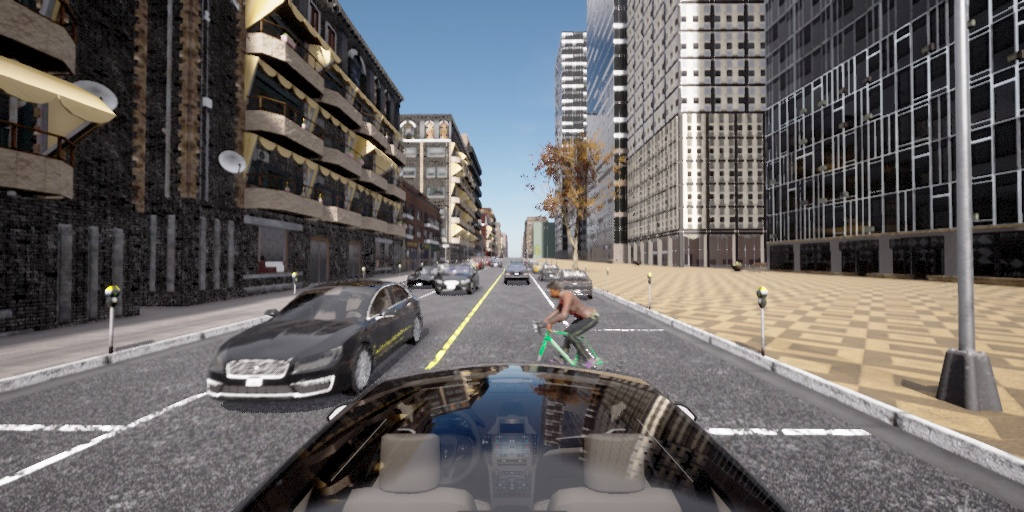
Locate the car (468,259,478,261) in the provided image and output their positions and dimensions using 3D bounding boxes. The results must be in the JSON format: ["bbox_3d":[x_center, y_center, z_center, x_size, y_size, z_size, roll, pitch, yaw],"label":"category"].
[{"bbox_3d":[-5.257,1.292,40.145,1.948,1.339,4.313,0,0,1],"label":"car"}]

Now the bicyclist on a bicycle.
[{"bbox_3d":[0.851,1.198,5.520,1.656,1.620,0.582,-2,0,1],"label":"bicyclist on a bicycle"}]

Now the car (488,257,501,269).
[{"bbox_3d":[-2.451,1.211,57.362,2.128,1.511,4.902,0,0,1],"label":"car"}]

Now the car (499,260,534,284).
[{"bbox_3d":[0.373,1.279,26.922,2.033,1.411,5.357,0,0,1],"label":"car"}]

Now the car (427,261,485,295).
[{"bbox_3d":[-2.894,1.229,19.704,2.128,1.511,4.902,0,0,1],"label":"car"}]

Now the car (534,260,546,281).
[{"bbox_3d":[2.994,1.282,28.908,2.007,1.370,4.403,0,0,1],"label":"car"}]

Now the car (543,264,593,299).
[{"bbox_3d":[2.865,1.289,17.769,2.007,1.370,4.403,0,0,1],"label":"car"}]

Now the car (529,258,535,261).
[{"bbox_3d":[3.125,1.251,40.217,1.751,1.417,4.829,0,0,1],"label":"car"}]

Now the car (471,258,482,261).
[{"bbox_3d":[-5.194,1.249,45.544,1.751,1.417,4.829,0,0,1],"label":"car"}]

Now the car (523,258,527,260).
[{"bbox_3d":[0.594,1.201,45.300,1.882,1.535,5.008,0,0,1],"label":"car"}]

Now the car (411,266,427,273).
[{"bbox_3d":[-5.451,1.301,23.437,1.948,1.339,4.313,0,0,1],"label":"car"}]

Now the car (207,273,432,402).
[{"bbox_3d":[-3.055,1.251,6.714,1.837,1.490,4.892,0,0,1],"label":"car"}]

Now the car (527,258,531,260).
[{"bbox_3d":[3.318,1.270,56.755,2.007,1.370,4.403,0,0,1],"label":"car"}]

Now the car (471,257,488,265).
[{"bbox_3d":[-5.127,1.036,51.284,2.192,1.841,5.009,0,0,1],"label":"car"}]
